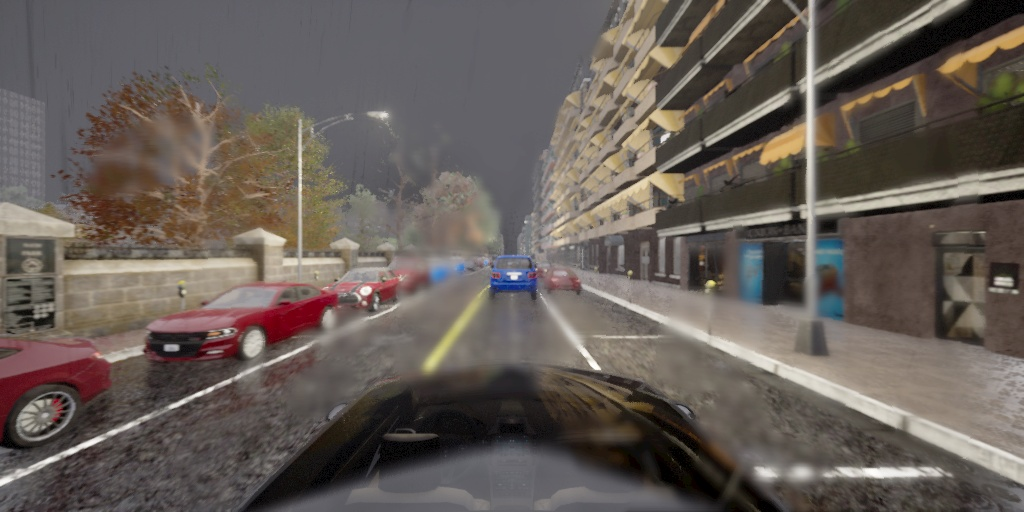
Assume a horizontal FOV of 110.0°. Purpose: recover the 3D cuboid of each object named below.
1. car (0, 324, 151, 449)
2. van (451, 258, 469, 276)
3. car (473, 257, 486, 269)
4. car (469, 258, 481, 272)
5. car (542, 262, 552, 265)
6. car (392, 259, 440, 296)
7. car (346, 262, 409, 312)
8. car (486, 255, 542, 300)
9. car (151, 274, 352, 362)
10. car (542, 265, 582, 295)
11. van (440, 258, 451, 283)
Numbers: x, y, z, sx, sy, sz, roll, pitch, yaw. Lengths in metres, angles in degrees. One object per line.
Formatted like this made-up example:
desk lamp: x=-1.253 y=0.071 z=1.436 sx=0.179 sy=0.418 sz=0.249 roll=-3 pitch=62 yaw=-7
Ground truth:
car: x=-5.689 y=1.332 z=2.614 sx=1.802 sy=1.307 sz=4.207 roll=0 pitch=0 yaw=0
van: x=-5.687 y=1.109 z=36.392 sx=1.690 sy=1.789 sz=3.998 roll=0 pitch=0 yaw=0
car: x=-5.685 y=1.106 z=58.913 sx=2.192 sy=1.841 sz=5.009 roll=0 pitch=0 yaw=0
car: x=-5.686 y=1.344 z=47.653 sx=1.948 sy=1.339 sz=4.313 roll=0 pitch=0 yaw=0
car: x=2.693 y=1.203 z=30.762 sx=1.967 sy=1.591 sz=4.097 roll=0 pitch=0 yaw=0
car: x=-5.687 y=1.070 z=19.501 sx=2.192 sy=1.841 sz=5.009 roll=0 pitch=0 yaw=0
car: x=-5.687 y=1.191 z=13.870 sx=1.967 sy=1.591 sz=4.097 roll=0 pitch=0 yaw=0
car: x=0.098 y=0.977 z=17.771 sx=2.150 sy=2.045 sz=5.566 roll=0 pitch=0 yaw=0
car: x=-5.688 y=1.294 z=8.242 sx=1.888 sy=1.381 sz=4.507 roll=0 pitch=0 yaw=0
car: x=2.693 y=1.336 z=19.500 sx=1.802 sy=1.307 sz=4.207 roll=0 pitch=0 yaw=0
van: x=-5.687 y=1.101 z=25.131 sx=1.690 sy=1.789 sz=3.998 roll=0 pitch=0 yaw=0
